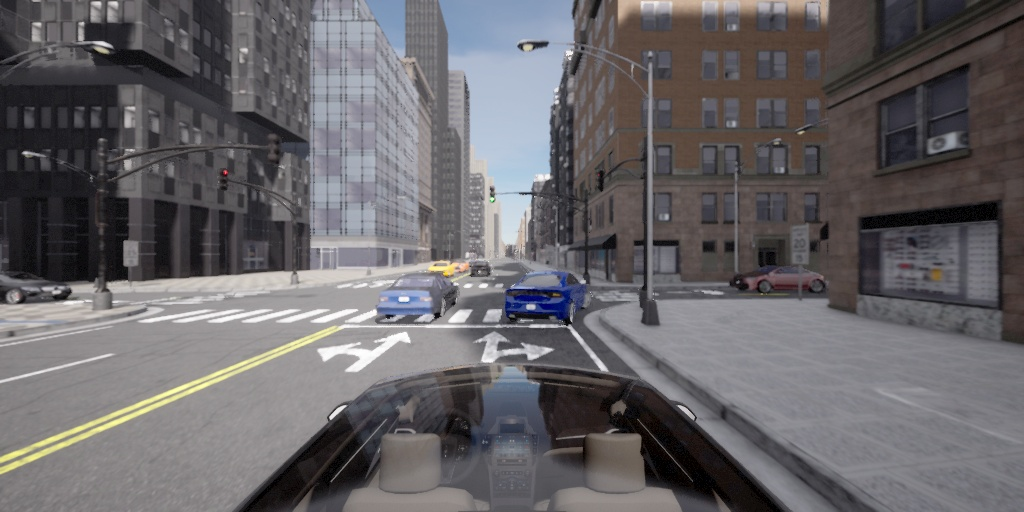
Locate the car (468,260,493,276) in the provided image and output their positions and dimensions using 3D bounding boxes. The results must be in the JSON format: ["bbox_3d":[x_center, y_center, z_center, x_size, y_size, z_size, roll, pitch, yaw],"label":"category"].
[{"bbox_3d":[-3.145,1.276,37.145,1.837,1.490,4.892,0,0,0],"label":"car"}]

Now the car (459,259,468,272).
[{"bbox_3d":[-6.578,1.127,43.706,2.097,1.767,4.553,0,0,0],"label":"car"}]

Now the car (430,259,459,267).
[{"bbox_3d":[-6.588,1.247,33.789,1.882,1.535,5.008,0,0,0],"label":"car"}]

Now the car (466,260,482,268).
[{"bbox_3d":[-6.497,1.333,61.735,2.033,1.411,5.357,0,0,0],"label":"car"}]

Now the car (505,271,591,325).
[{"bbox_3d":[1.353,1.232,12.101,1.882,1.535,5.008,-1,0,20],"label":"car"}]

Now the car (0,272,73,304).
[{"bbox_3d":[-23.600,1.453,16.711,4.674,1.442,1.812,-1,0,-1],"label":"car"}]

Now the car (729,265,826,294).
[{"bbox_3d":[13.935,1.194,18.971,4.181,1.385,1.994,0,0,0],"label":"car"}]

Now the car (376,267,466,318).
[{"bbox_3d":[-3.149,1.304,12.968,2.033,1.411,5.357,0,0,0],"label":"car"}]
